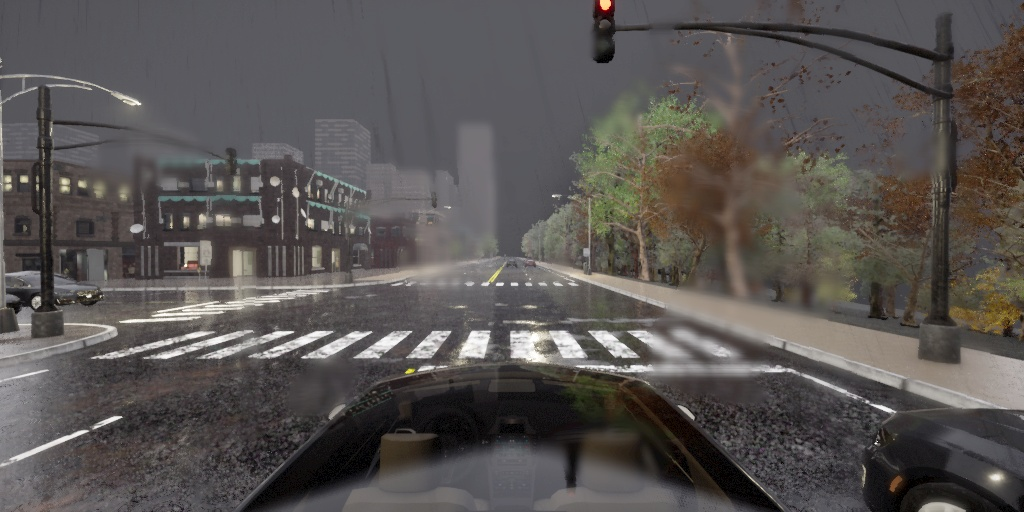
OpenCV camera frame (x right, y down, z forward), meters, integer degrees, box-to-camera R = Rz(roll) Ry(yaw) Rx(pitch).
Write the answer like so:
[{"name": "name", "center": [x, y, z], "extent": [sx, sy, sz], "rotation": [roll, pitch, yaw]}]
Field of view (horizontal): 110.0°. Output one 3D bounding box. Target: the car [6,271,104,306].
[{"name": "car", "center": [-20.314, 1.480, 15.147], "extent": [4.892, 1.490, 1.837], "rotation": [-1, 1, 0]}]

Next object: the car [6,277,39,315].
[{"name": "car", "center": [-19.972, 1.565, 12.443], "extent": [4.313, 1.339, 1.948], "rotation": [0, 0, 0]}]

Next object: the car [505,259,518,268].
[{"name": "car", "center": [-0.042, 1.232, 62.262], "extent": [1.837, 1.490, 4.892], "rotation": [0, 0, 0]}]

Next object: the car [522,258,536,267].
[{"name": "car", "center": [3.207, 1.252, 63.382], "extent": [1.812, 1.442, 4.674], "rotation": [0, 0, 0]}]

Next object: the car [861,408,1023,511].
[{"name": "car", "center": [3.353, 1.255, 0.450], "extent": [1.837, 1.490, 4.892], "rotation": [0, 0, 0]}]
